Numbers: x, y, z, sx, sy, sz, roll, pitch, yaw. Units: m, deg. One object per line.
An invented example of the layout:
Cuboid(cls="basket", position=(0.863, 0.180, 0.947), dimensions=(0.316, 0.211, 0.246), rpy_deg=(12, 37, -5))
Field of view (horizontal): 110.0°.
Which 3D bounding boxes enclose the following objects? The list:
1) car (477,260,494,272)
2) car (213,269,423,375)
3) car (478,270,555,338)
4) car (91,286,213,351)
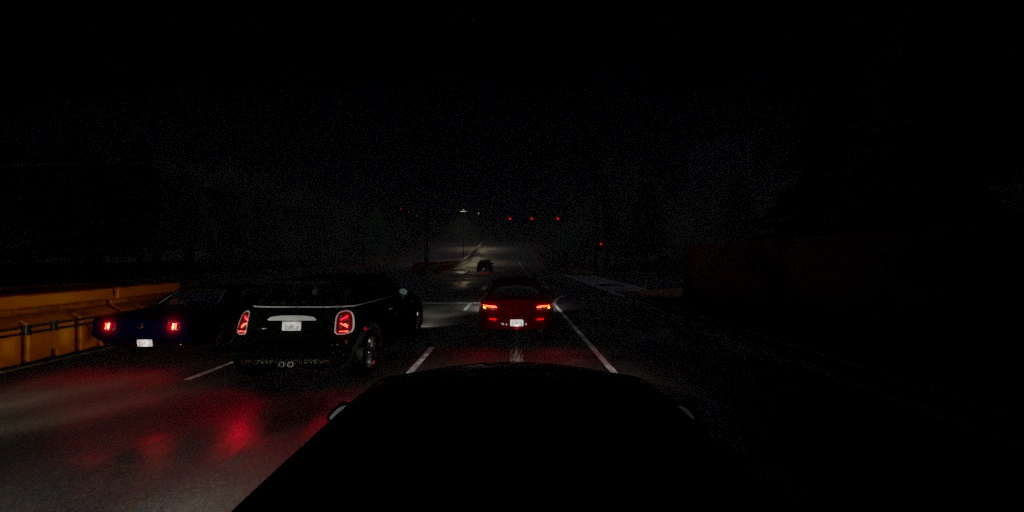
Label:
Cuboid(cls="car", position=(-3.383, 1.253, 45.470), dimensions=(1.837, 1.490, 4.892), rpy_deg=(0, 0, 0))
Cuboid(cls="car", position=(-3.396, 1.102, 7.647), dimensions=(2.097, 1.767, 4.553), rpy_deg=(0, 0, 0))
Cuboid(cls="car", position=(0.103, 1.275, 10.035), dimensions=(1.812, 1.442, 4.674), rpy_deg=(0, 0, 0))
Cuboid(cls="car", position=(-6.897, 1.350, 8.963), dimensions=(1.895, 1.301, 4.718), rpy_deg=(0, 0, 0))
